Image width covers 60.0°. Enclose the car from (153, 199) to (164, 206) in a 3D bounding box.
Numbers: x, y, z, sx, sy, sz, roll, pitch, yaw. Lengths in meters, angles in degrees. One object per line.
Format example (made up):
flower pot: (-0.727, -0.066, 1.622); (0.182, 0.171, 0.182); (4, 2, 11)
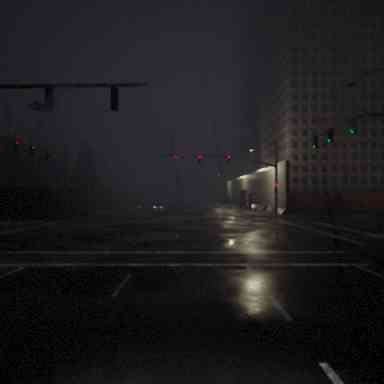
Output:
car: (-6.999, 2.207, 69.569); (1.994, 1.385, 4.181); (0, -1, 0)
